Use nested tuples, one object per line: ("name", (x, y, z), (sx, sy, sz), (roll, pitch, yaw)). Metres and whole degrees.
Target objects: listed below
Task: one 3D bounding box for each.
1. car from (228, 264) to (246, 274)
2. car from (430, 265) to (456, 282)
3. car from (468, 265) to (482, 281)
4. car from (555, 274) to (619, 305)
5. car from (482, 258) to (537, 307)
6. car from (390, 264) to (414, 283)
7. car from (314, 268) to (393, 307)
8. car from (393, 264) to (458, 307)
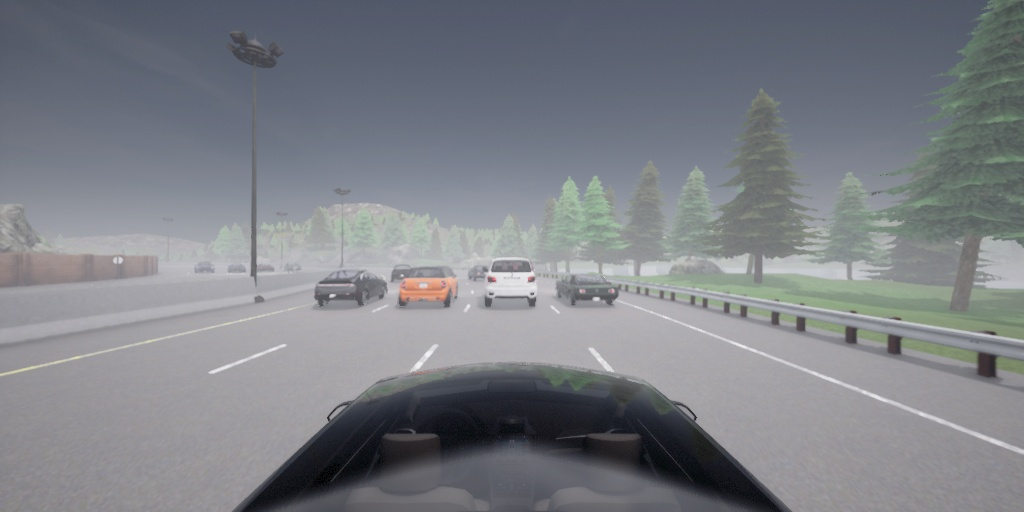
("car", (-39.132, 1.768, 51.027), (1.994, 1.385, 4.181), (0, -1, -39))
("car", (-6.450, 1.603, 33.156), (1.994, 1.385, 4.181), (0, -1, -16))
("car", (-2.977, 1.592, 33.767), (2.033, 1.411, 5.357), (0, -1, -15))
("car", (3.316, 1.490, 16.879), (1.895, 1.301, 4.718), (0, 0, -4))
("car", (-0.168, 1.103, 16.577), (2.150, 2.045, 5.566), (0, 0, -4))
("car", (-9.883, 1.510, 32.426), (1.882, 1.535, 5.008), (0, 0, -16))
("car", (-7.184, 1.378, 16.441), (2.128, 1.511, 4.902), (0, 0, -4))
("car", (-3.672, 1.235, 16.437), (2.097, 1.767, 4.553), (0, -1, -4))
